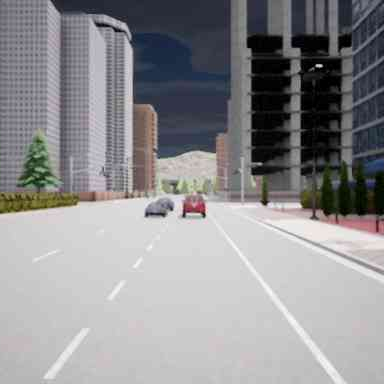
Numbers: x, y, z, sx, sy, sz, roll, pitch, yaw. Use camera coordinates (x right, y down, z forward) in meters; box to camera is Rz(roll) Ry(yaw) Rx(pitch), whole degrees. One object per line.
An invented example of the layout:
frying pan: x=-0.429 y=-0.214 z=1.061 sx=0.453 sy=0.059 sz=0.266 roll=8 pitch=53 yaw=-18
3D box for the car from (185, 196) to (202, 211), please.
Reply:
car: x=0.189 y=1.448 z=43.107 sx=2.097 sy=1.767 sz=4.553 roll=0 pitch=0 yaw=0

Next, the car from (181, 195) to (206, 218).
car: x=0.171 y=1.292 z=31.406 sx=2.150 sy=2.045 sz=5.566 roll=0 pitch=0 yaw=-1

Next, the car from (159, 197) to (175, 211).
car: x=-3.312 y=1.444 z=41.653 sx=2.097 sy=1.767 sz=4.553 roll=0 pitch=0 yaw=0

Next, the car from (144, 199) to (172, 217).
car: x=-3.330 y=1.634 z=31.653 sx=1.994 sy=1.385 sz=4.181 roll=0 pitch=0 yaw=0
